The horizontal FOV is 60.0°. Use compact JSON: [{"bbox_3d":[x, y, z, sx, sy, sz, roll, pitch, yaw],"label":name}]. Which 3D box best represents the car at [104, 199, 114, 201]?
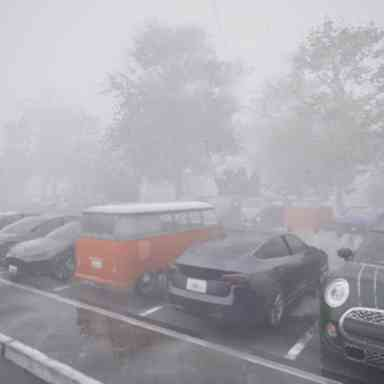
[{"bbox_3d":[-4.404,1.568,27.410,2.097,1.535,5.008,0,0,36],"label":"car"}]

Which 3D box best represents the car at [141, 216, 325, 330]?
[{"bbox_3d":[1.432,1.520,7.157,2.163,1.488,4.792,0,0,36],"label":"car"}]

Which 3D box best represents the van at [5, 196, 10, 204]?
[{"bbox_3d":[-17.934,1.423,37.280,1.878,1.987,4.442,0,0,36],"label":"van"}]

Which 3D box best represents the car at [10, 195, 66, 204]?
[{"bbox_3d":[-15.769,1.384,35.546,2.435,2.045,5.566,0,0,36],"label":"car"}]

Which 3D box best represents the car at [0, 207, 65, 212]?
[{"bbox_3d":[-7.622,1.574,13.588,2.163,1.488,4.792,0,0,36],"label":"car"}]

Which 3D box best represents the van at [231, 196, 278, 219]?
[{"bbox_3d":[4.530,1.289,20.856,1.878,1.987,4.442,0,0,36],"label":"van"}]

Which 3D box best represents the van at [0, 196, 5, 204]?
[{"bbox_3d":[-20.083,1.436,38.823,1.878,1.987,4.442,0,0,36],"label":"van"}]

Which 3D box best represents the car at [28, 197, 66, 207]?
[{"bbox_3d":[-13.404,1.621,33.875,2.097,1.535,5.008,0,0,36],"label":"car"}]

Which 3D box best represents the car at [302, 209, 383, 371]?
[{"bbox_3d":[3.684,1.354,5.541,2.185,1.767,4.553,0,0,36],"label":"car"}]

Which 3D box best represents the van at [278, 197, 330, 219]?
[{"bbox_3d":[6.916,1.275,19.429,1.878,1.987,4.442,0,0,36],"label":"van"}]

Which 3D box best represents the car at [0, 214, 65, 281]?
[{"bbox_3d":[-3.112,1.547,10.349,2.163,1.488,4.792,0,0,36],"label":"car"}]

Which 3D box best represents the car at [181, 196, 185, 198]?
[{"bbox_3d":[0.082,1.290,24.160,2.435,2.045,5.566,0,0,36],"label":"car"}]

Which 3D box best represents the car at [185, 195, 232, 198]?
[{"bbox_3d":[2.332,1.277,22.544,2.435,2.045,5.566,0,0,36],"label":"car"}]

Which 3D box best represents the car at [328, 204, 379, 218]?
[{"bbox_3d":[9.102,1.488,17.722,2.097,1.535,5.008,0,0,36],"label":"car"}]

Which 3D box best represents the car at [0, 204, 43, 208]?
[{"bbox_3d":[-9.968,1.555,15.081,1.946,1.575,5.366,0,0,36],"label":"car"}]

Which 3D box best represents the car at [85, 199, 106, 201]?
[{"bbox_3d":[-6.750,1.622,29.106,2.002,1.452,4.674,0,0,36],"label":"car"}]

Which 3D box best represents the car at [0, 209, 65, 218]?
[{"bbox_3d":[-5.367,1.561,11.968,2.163,1.488,4.792,0,0,36],"label":"car"}]

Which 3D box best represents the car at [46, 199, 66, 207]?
[{"bbox_3d":[-11.151,1.648,32.261,2.002,1.452,4.674,0,0,36],"label":"car"}]

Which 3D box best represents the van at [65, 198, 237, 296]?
[{"bbox_3d":[-0.774,1.278,8.848,1.878,1.987,4.442,0,0,36],"label":"van"}]

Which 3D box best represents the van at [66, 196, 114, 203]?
[{"bbox_3d":[-8.935,1.370,30.815,1.878,1.987,4.442,0,0,36],"label":"van"}]
